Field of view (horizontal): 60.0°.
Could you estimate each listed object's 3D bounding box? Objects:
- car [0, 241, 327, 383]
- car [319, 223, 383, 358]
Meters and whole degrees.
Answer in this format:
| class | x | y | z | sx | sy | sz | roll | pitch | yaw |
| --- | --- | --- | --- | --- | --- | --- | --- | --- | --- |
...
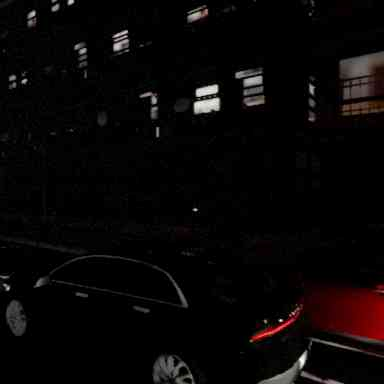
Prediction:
| class | x | y | z | sx | sy | sz | roll | pitch | yaw |
| --- | --- | --- | --- | --- | --- | --- | --- | --- | --- |
| car | -0.859 | 1.484 | 4.832 | 4.892 | 1.490 | 1.837 | 1 | 0 | 34 |
| car | 2.853 | 1.325 | 4.523 | 5.009 | 1.841 | 2.192 | 1 | 0 | 36 |
